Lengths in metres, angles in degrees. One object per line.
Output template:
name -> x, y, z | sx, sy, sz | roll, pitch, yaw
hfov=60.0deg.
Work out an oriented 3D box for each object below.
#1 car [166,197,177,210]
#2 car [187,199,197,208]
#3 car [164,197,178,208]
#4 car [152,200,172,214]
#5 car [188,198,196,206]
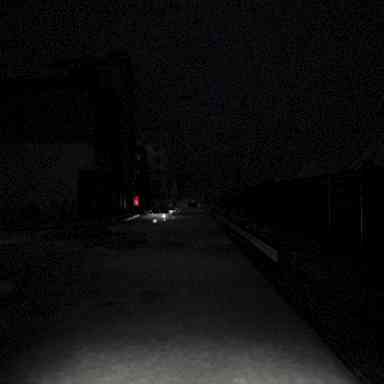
car -> -4.071, 2.012, 53.632 | 2.097, 1.767, 4.553 | 0, -1, 0
car -> 0.017, 2.285, 64.483 | 2.128, 1.511, 4.902 | 0, -1, 0
car -> -4.017, 2.011, 64.208 | 2.150, 2.045, 5.566 | 0, -1, 1
car -> -4.082, 2.105, 43.900 | 1.994, 1.385, 4.181 | 0, -1, 0
car -> 0.018, 2.231, 74.905 | 1.882, 1.535, 5.008 | 0, -1, 0
